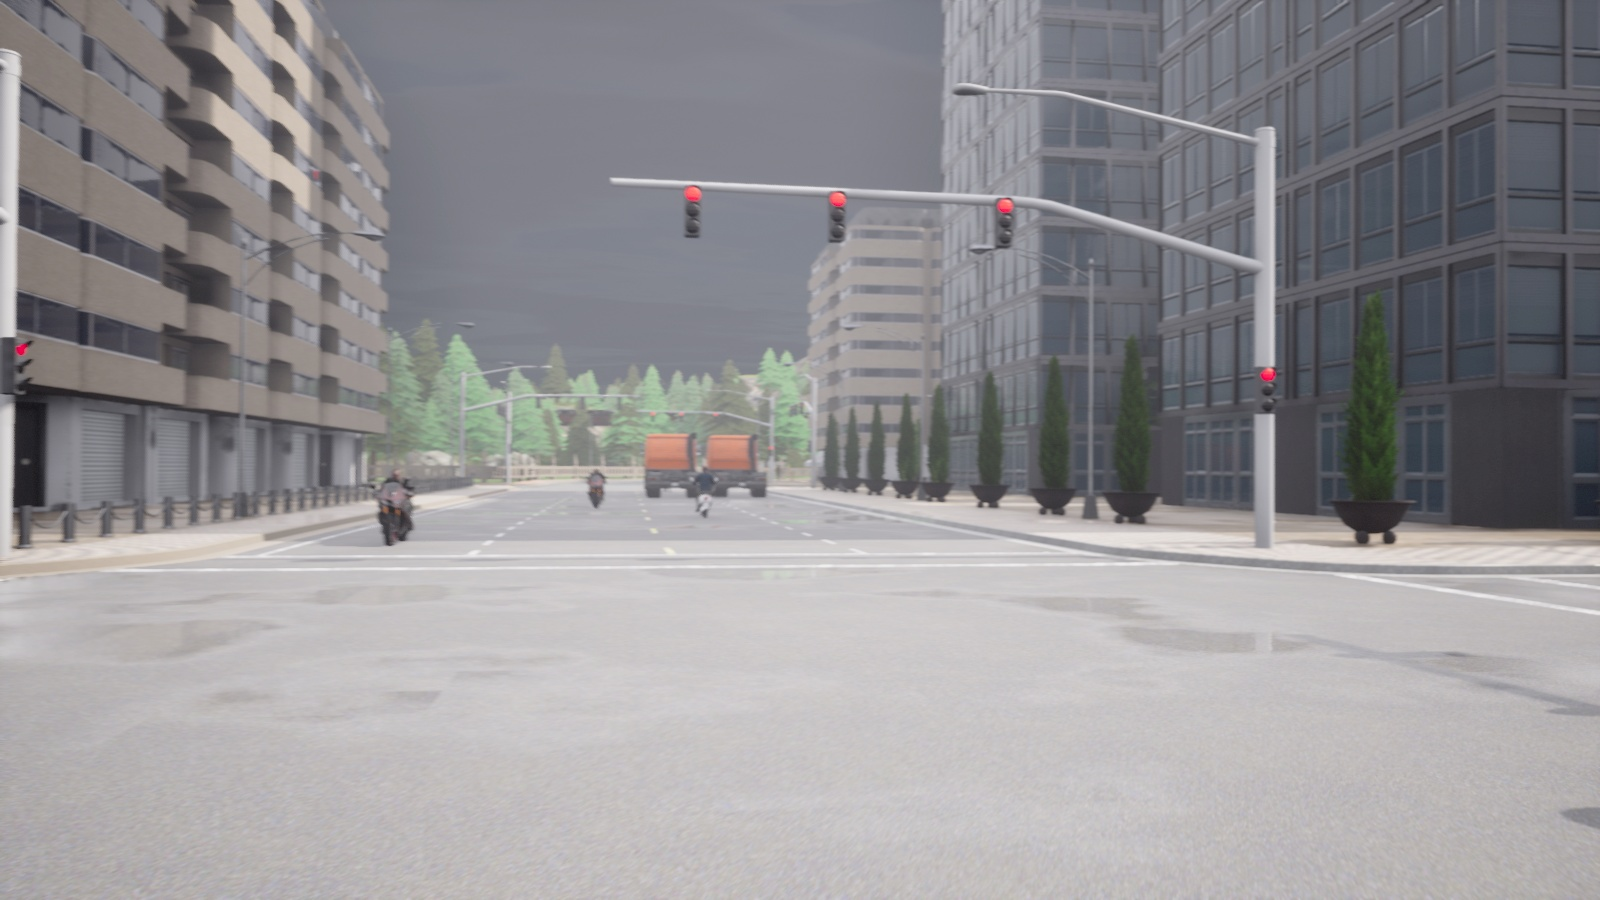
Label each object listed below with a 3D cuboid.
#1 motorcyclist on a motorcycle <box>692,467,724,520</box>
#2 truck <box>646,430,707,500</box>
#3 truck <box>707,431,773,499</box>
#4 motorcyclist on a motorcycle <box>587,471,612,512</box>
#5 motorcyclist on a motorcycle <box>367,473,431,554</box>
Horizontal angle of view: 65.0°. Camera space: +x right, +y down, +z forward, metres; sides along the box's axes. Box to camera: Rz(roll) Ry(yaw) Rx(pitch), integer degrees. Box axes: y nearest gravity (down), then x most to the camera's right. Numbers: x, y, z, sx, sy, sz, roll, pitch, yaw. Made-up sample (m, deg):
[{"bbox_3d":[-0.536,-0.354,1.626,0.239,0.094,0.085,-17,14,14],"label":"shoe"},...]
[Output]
[{"bbox_3d":[-2.870,1.335,38.933,0.866,1.590,1.817,0,-1,-8],"label":"motorcyclist on a motorcycle"},{"bbox_3d":[-6.611,0.807,66.418,2.891,3.462,7.936,0,-1,-8],"label":"truck"},{"bbox_3d":[-3.361,0.832,68.486,2.891,3.462,7.936,0,-1,-8],"label":"truck"},{"bbox_3d":[-7.537,1.545,47.251,0.866,1.530,2.191,0,-1,-8],"label":"motorcyclist on a motorcycle"},{"bbox_3d":[-7.907,1.218,24.850,0.866,1.530,2.191,0,-1,-9],"label":"motorcyclist on a motorcycle"}]
